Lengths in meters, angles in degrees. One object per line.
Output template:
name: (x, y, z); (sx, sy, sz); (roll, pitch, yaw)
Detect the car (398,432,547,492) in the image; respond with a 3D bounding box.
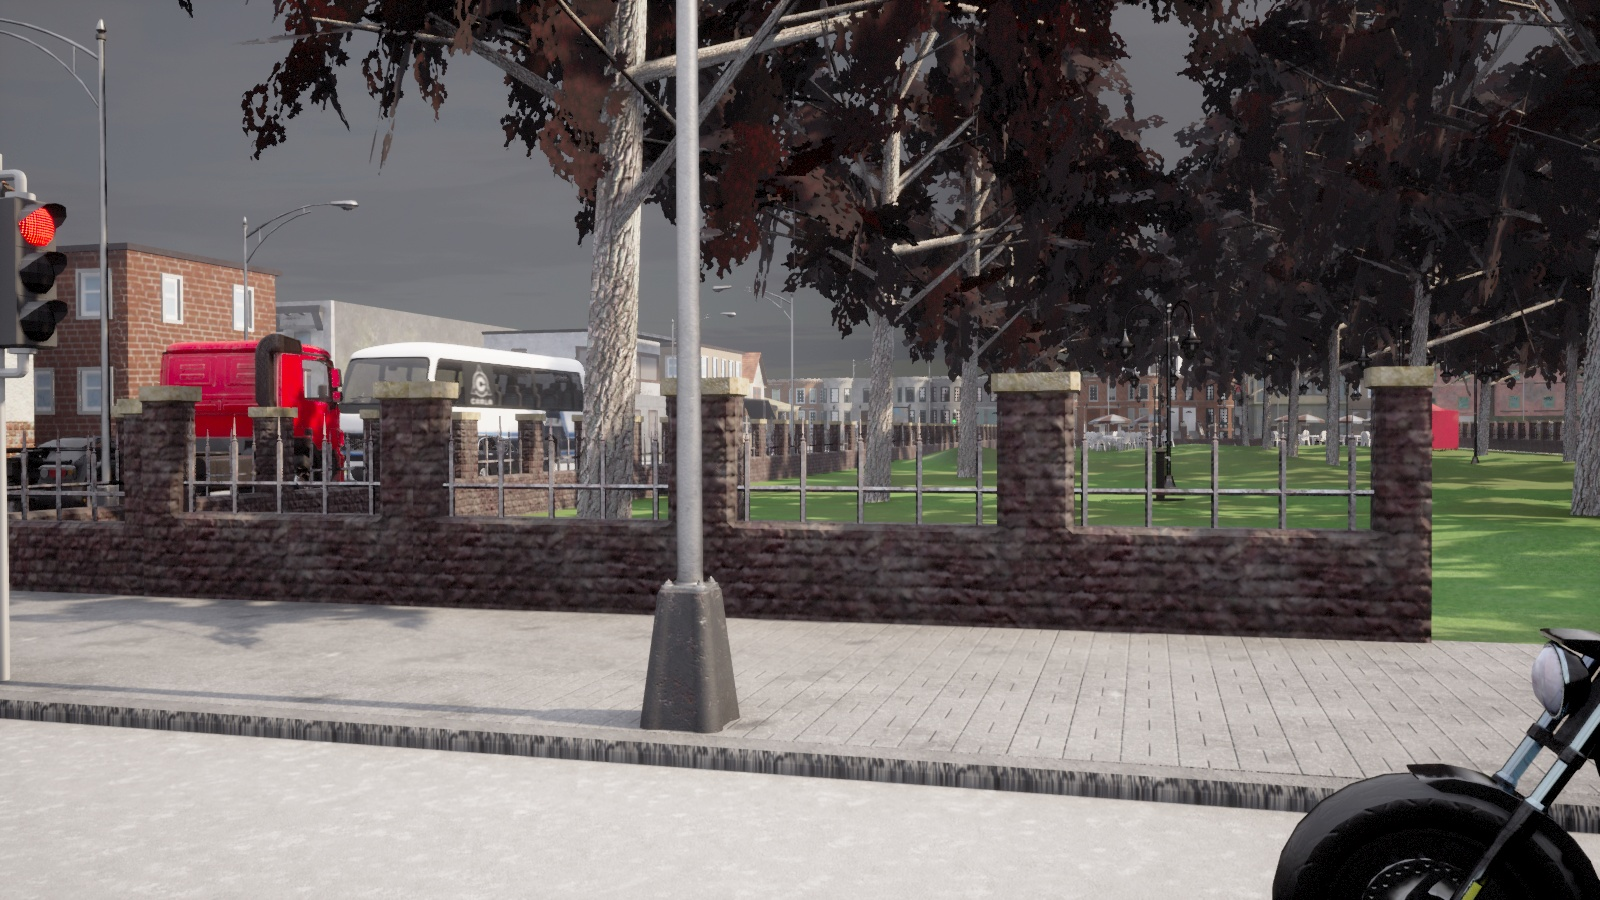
car: (-8.700, 0.257, 33.847); (1.837, 1.490, 4.892); (0, 1, 13)

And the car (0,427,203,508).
car: (-15.004, 0.295, 26.358); (2.007, 1.525, 4.514); (0, 1, 15)

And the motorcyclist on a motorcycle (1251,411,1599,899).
motorcyclist on a motorcycle: (2.336, 0.739, 2.921); (2.350, 1.649, 0.766); (0, 1, 14)

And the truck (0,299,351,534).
truck: (-11.640, -0.563, 22.734); (2.891, 3.462, 7.936); (0, 1, 12)

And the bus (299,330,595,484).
bus: (-10.779, -1.232, 40.087); (3.944, 4.253, 10.273); (1, 1, 19)
